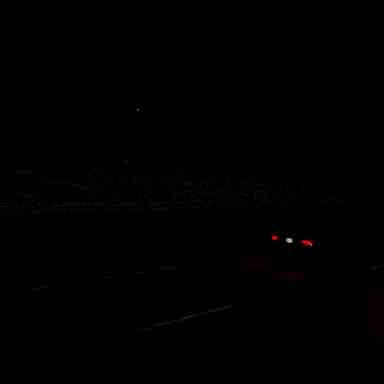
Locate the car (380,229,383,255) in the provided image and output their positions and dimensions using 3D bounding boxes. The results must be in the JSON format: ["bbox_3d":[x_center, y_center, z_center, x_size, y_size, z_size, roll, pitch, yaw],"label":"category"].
[{"bbox_3d":[7.941,1.237,9.503,5.566,2.045,2.150,0,0,-35],"label":"car"}]

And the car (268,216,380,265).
[{"bbox_3d":[5.075,1.560,11.766,5.357,1.411,2.033,0,0,-35],"label":"car"}]
